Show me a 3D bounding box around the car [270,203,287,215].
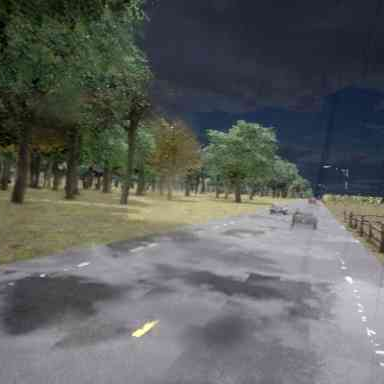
[{"bbox_3d":[11.118,2.113,42.298,1.812,1.442,4.674,4,1,20],"label":"car"}]

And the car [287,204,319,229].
[{"bbox_3d":[9.340,2.067,27.436,2.128,1.511,4.902,4,0,20],"label":"car"}]
